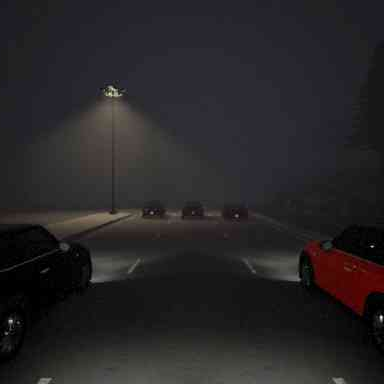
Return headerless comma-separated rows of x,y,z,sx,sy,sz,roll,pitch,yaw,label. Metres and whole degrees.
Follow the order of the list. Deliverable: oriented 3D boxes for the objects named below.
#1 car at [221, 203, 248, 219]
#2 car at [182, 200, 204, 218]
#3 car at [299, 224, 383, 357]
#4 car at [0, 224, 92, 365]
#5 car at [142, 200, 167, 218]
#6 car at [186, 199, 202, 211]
3.589,1.601,28.846,1.895,1.301,4.718,0,0,0,car
0.084,1.526,29.538,1.812,1.442,4.674,0,0,0,car
3.598,1.353,6.094,2.097,1.767,4.553,0,0,0,car
-3.402,1.353,5.987,2.097,1.767,4.553,0,0,0,car
-3.406,1.507,30.696,1.837,1.490,4.892,0,1,0,car
0.316,1.601,41.115,1.895,1.301,4.718,0,0,3,car
